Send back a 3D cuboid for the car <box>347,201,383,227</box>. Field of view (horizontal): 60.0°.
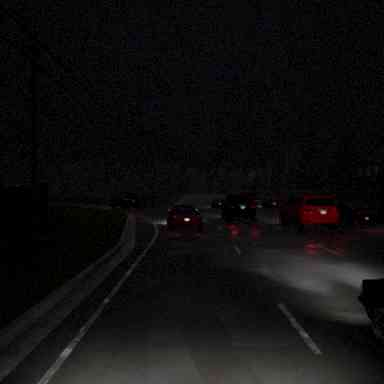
[{"bbox_3d":[10.601,1.436,22.629,1.882,1.535,5.008,0,0,0],"label":"car"}]

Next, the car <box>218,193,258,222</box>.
[{"bbox_3d":[3.590,1.172,26.132,2.150,2.045,5.566,0,0,0],"label":"car"}]

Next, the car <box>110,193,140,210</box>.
[{"bbox_3d":[-8.380,1.146,41.473,2.150,2.045,5.566,0,0,-34],"label":"car"}]

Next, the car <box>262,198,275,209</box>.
[{"bbox_3d":[10.604,1.482,44.658,1.994,1.385,4.181,0,0,0],"label":"car"}]

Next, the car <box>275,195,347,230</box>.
[{"bbox_3d":[7.102,1.184,20.647,2.150,2.045,5.566,0,0,0],"label":"car"}]

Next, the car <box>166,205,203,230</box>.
[{"bbox_3d":[-0.541,1.523,20.736,1.994,1.385,4.181,0,0,-7],"label":"car"}]

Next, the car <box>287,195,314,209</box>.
[{"bbox_3d":[14.104,1.272,43.521,2.097,1.767,4.553,0,0,0],"label":"car"}]

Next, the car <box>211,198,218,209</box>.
[{"bbox_3d":[3.604,1.482,44.860,1.994,1.385,4.181,0,0,0],"label":"car"}]

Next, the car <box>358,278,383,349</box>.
[{"bbox_3d":[3.600,1.595,3.215,1.895,1.301,4.718,0,0,0],"label":"car"}]
